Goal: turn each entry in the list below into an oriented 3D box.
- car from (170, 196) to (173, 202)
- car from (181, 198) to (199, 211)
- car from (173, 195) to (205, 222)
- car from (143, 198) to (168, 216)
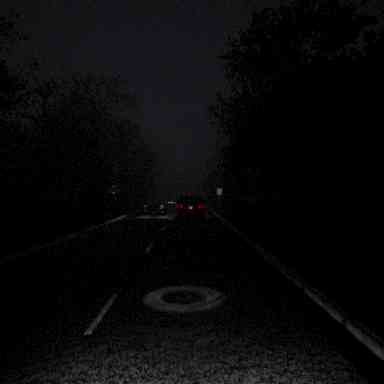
[{"bbox_3d":[-3.844,1.587,73.912,1.994,1.385,4.181,0,0,0],"label":"car"},{"bbox_3d":[-0.240,1.542,42.697,2.128,1.511,4.902,0,0,0],"label":"car"},{"bbox_3d":[-0.115,1.259,26.951,2.150,2.045,5.566,0,0,0],"label":"car"},{"bbox_3d":[-3.611,1.398,33.395,2.097,1.767,4.553,0,0,0],"label":"car"}]
